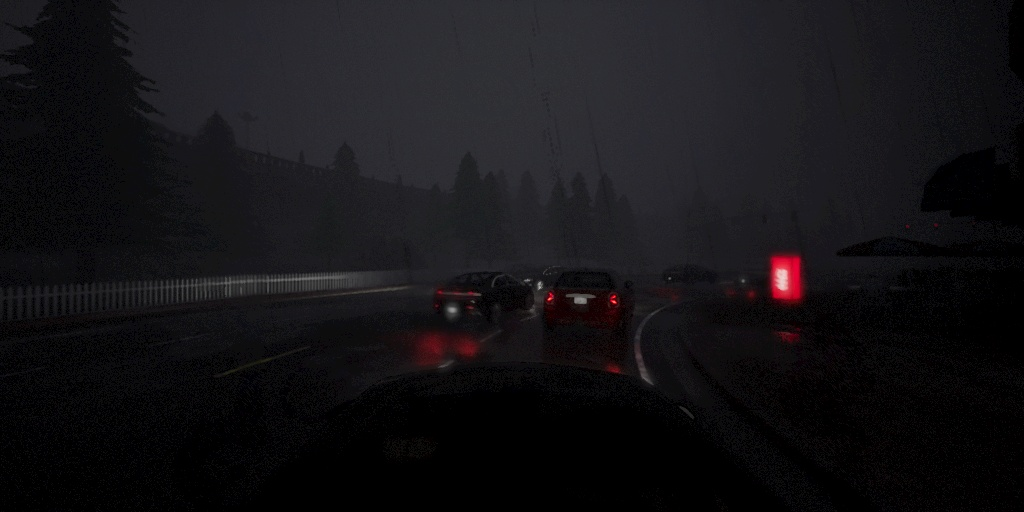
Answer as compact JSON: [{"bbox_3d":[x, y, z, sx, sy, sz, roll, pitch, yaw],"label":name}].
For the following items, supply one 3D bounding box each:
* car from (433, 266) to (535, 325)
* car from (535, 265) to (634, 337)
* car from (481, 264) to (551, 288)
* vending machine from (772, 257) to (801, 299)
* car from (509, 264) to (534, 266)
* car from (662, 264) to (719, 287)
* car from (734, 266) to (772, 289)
[{"bbox_3d":[-0.743,1.281,12.195,2.128,1.511,4.902,0,0,22],"label":"car"},{"bbox_3d":[2.480,1.140,10.831,2.097,1.767,4.553,0,0,22],"label":"car"},{"bbox_3d":[0.399,1.335,25.867,4.902,1.511,2.128,0,0,-43],"label":"car"},{"bbox_3d":[12.658,1.023,16.543,0.880,2.100,1.100,0,0,-37],"label":"vending machine"},{"bbox_3d":[2.032,1.339,22.639,4.892,1.490,1.837,0,-1,-45],"label":"car"},{"bbox_3d":[13.064,1.357,26.118,4.902,1.511,2.128,0,0,-30],"label":"car"},{"bbox_3d":[17.062,1.391,24.411,4.674,1.442,1.812,0,0,-28],"label":"car"}]
